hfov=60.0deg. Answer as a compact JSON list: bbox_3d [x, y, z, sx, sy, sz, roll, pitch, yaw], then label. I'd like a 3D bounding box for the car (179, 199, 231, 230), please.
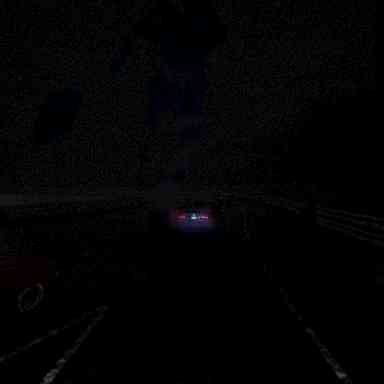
[{"bbox_3d":[0.746,1.364,19.540,2.033,1.411,5.357,0,1,14],"label":"car"}]

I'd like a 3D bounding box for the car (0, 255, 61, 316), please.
[{"bbox_3d":[-4.278,1.548,4.843,1.895,1.301,4.718,0,1,23],"label":"car"}]

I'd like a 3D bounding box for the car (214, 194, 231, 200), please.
[{"bbox_3d":[4.403,1.056,46.933,2.128,1.511,4.902,0,1,1],"label":"car"}]
